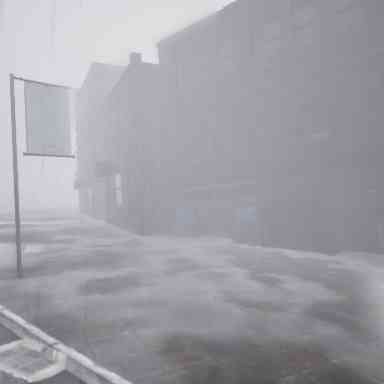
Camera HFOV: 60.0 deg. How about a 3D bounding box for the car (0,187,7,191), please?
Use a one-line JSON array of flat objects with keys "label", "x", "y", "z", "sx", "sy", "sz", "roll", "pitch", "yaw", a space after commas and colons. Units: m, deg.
[{"label": "car", "x": -47.443, "y": -0.646, "z": 79.382, "sx": 2.231, "sy": 1.521, "sz": 4.892, "roll": -4, "pitch": -3, "yaw": 5}]
